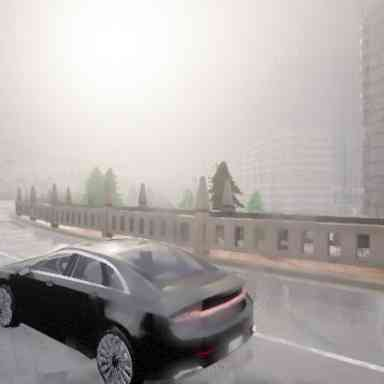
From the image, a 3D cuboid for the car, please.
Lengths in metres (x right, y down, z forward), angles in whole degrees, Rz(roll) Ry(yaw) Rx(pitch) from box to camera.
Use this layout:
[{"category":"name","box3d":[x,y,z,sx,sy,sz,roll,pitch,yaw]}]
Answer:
[{"category":"car","box3d":[-1.397,1.508,5.289,4.902,1.511,2.128,0,0,39]}]
